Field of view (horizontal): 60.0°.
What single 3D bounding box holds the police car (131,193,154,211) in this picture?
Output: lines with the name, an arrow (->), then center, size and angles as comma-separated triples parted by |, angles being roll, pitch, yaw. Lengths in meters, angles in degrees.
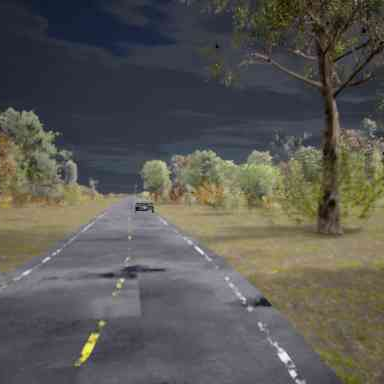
police car -> -4.687, 1.220, 32.285 | 1.930, 1.638, 5.238 | 0, 0, -11
